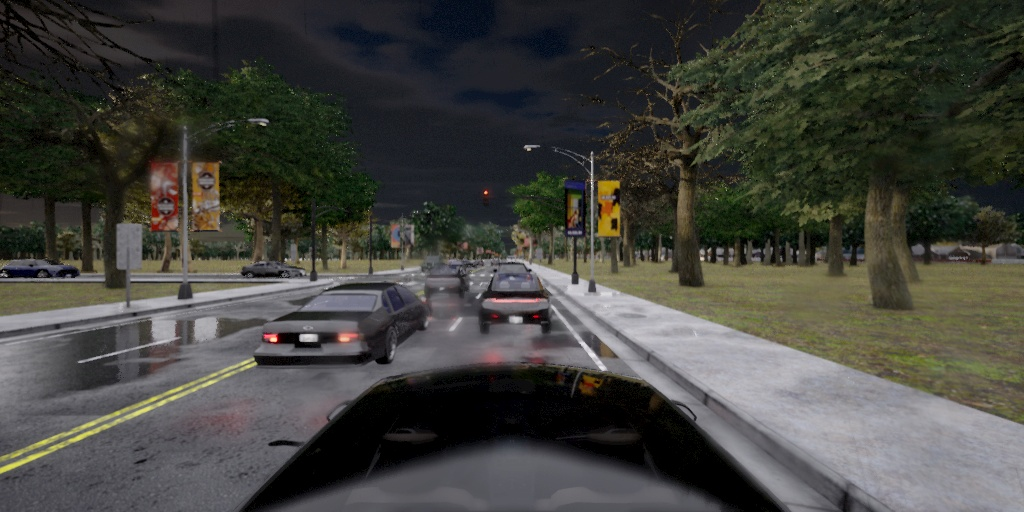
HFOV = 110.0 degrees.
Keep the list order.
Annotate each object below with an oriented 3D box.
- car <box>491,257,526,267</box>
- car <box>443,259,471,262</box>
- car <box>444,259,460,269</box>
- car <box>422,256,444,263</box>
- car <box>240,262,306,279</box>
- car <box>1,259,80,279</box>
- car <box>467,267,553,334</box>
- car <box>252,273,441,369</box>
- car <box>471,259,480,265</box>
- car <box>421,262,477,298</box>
[{"bbox_3d":[0.033,1.099,19.546,2.097,1.767,4.553,0,0,0],"label":"car"},{"bbox_3d":[-6.671,1.296,43.831,2.033,1.411,5.357,0,0,0],"label":"car"},{"bbox_3d":[-9.928,1.235,59.784,1.882,1.535,5.008,0,1,0],"label":"car"},{"bbox_3d":[-9.910,0.971,45.620,2.150,2.045,5.566,0,0,0],"label":"car"},{"bbox_3d":[-19.918,1.218,30.024,4.902,1.511,2.128,0,0,0],"label":"car"},{"bbox_3d":[-39.362,1.057,30.022,4.553,1.767,2.097,0,0,0],"label":"car"},{"bbox_3d":[0.087,1.239,10.572,2.128,1.511,4.902,0,0,0],"label":"car"},{"bbox_3d":[-3.148,1.296,7.974,2.033,1.411,5.357,0,0,-1],"label":"car"},{"bbox_3d":[-6.684,1.357,57.837,1.895,1.301,4.718,0,0,0],"label":"car"},{"bbox_3d":[-3.167,1.238,18.209,2.128,1.511,4.902,0,0,-2],"label":"car"}]
